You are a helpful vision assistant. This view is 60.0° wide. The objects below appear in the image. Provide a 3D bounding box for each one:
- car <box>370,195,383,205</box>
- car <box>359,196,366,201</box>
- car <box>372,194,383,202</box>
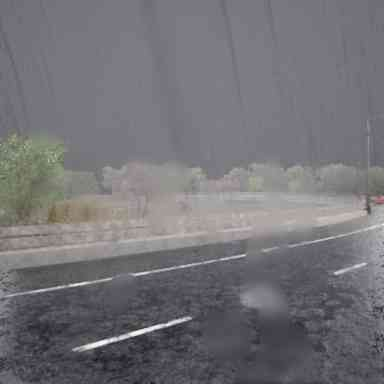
[{"bbox_3d":[37.098,1.569,65.045,2.097,1.767,4.553,0,0,15],"label":"car"},{"bbox_3d":[39.366,1.621,75.940,2.128,1.511,4.902,0,0,7],"label":"car"},{"bbox_3d":[42.817,1.434,75.350,2.097,1.767,4.553,0,0,7],"label":"car"}]
